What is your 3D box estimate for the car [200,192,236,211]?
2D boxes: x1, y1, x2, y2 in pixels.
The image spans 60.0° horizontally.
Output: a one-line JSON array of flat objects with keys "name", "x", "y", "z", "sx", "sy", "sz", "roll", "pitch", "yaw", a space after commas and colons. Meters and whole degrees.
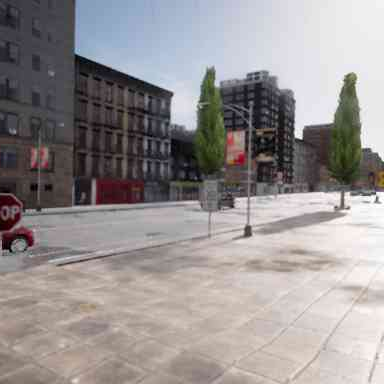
[{"name": "car", "x": 3.170, "y": 1.061, "z": 39.650, "sx": 2.150, "sy": 2.045, "sz": 5.566, "roll": 2, "pitch": 2, "yaw": 35}]

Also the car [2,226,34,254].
[{"name": "car", "x": -8.283, "y": 1.535, "z": 11.970, "sx": 1.882, "sy": 1.535, "sz": 5.008, "roll": 1, "pitch": -2, "yaw": 35}]
